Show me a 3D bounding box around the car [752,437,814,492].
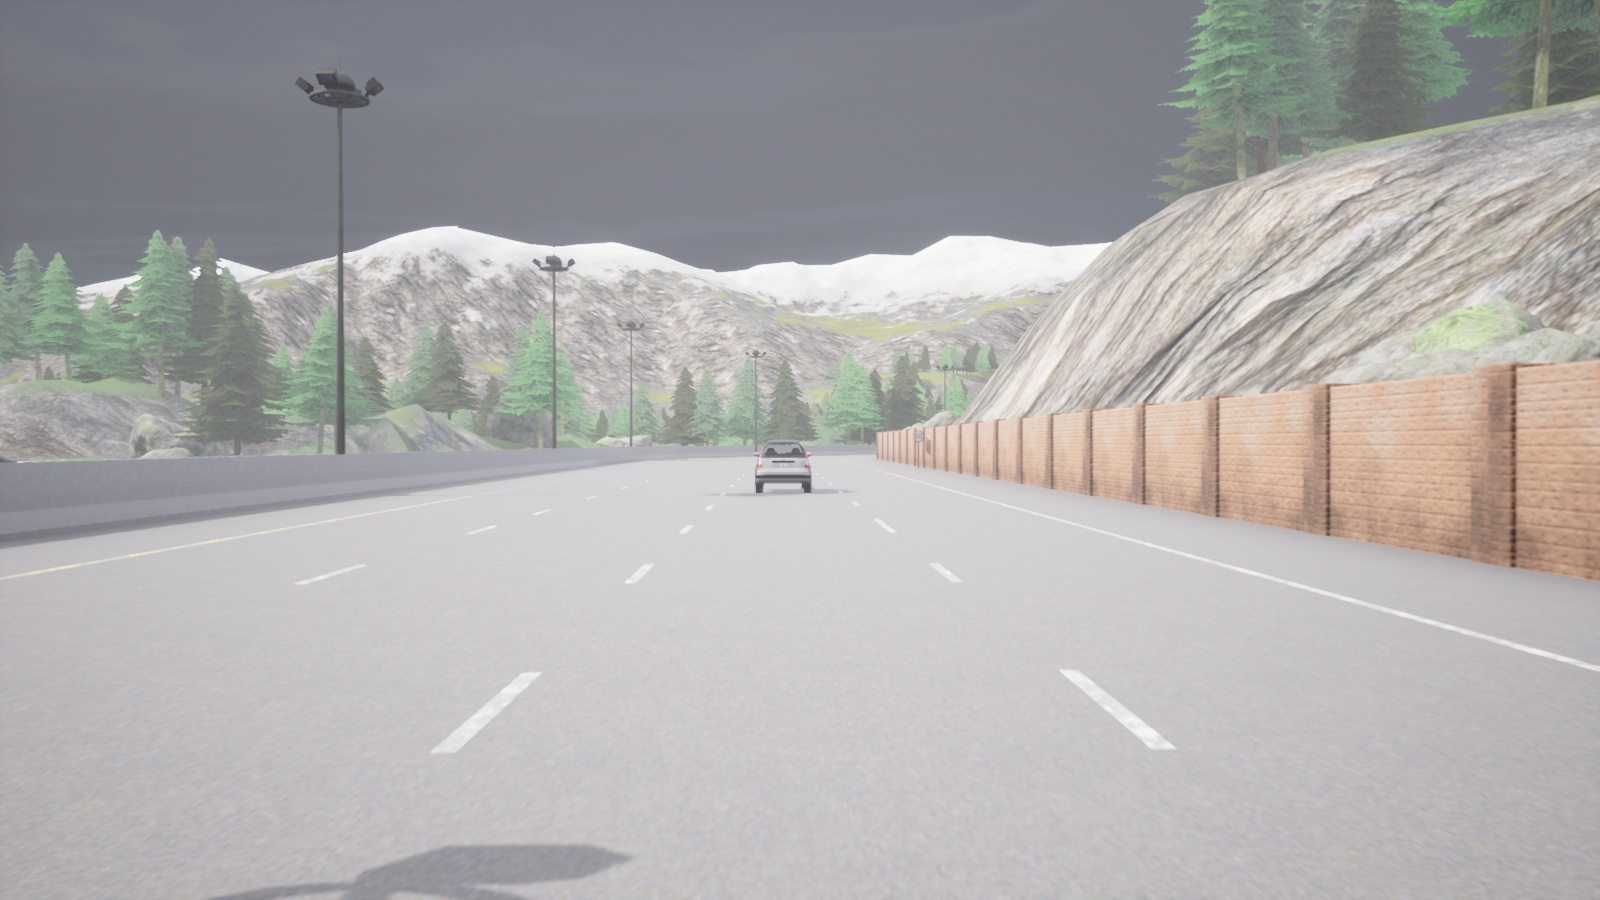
[{"bbox_3d":[-0.540,0.421,39.567,1.851,1.617,3.988,0,0,-1],"label":"car"}]

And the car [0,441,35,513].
[{"bbox_3d":[-17.782,0.567,25.195,1.882,1.535,5.008,0,0,-1],"label":"car"}]
